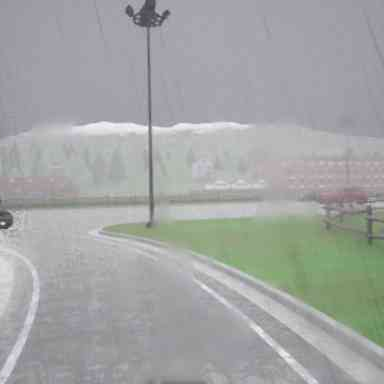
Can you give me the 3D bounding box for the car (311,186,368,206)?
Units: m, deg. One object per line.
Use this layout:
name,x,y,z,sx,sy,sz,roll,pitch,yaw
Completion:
car,16.438,0.421,36.470,5.566,2.045,2.150,-1,1,-15

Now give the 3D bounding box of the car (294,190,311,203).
car,15.683,0.468,43.508,4.553,1.767,2.097,-1,1,-15

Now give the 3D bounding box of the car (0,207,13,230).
car,-12.340,1.466,18.860,4.892,1.490,1.837,-1,-1,25
